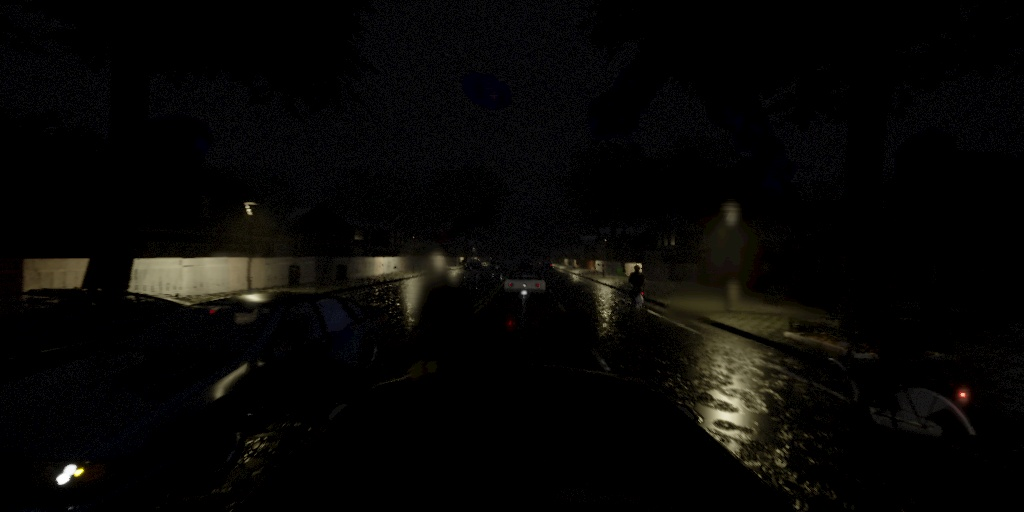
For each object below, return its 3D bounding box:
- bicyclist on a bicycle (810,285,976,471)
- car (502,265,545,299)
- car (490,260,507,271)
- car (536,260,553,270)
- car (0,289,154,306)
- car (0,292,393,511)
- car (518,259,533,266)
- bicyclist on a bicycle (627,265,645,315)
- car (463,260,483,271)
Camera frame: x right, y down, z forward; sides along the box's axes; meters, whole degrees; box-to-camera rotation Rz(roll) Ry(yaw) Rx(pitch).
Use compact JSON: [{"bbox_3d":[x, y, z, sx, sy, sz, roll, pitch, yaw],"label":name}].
[{"bbox_3d":[4.156,1.205,4.123,0.659,1.776,1.843,1,0,2],"label":"bicyclist on a bicycle"},{"bbox_3d":[0.653,1.365,18.462,1.895,1.301,4.718,1,0,2],"label":"car"},{"bbox_3d":[-1.717,1.214,46.329,2.128,1.511,4.902,1,0,2],"label":"car"},{"bbox_3d":[5.333,1.424,56.010,2.033,1.411,5.357,1,0,2],"label":"car"},{"bbox_3d":[-6.562,1.181,5.069,1.994,1.385,4.181,1,0,2],"label":"car"},{"bbox_3d":[-3.323,1.230,4.758,2.033,1.411,5.357,1,0,2],"label":"car"},{"bbox_3d":[1.970,1.156,52.820,2.097,1.767,4.553,1,0,2],"label":"car"},{"bbox_3d":[4.499,1.212,13.117,0.659,1.776,1.843,1,0,2],"label":"bicyclist on a bicycle"},{"bbox_3d":[-4.968,1.183,46.361,1.812,1.442,4.674,1,0,2],"label":"car"}]
